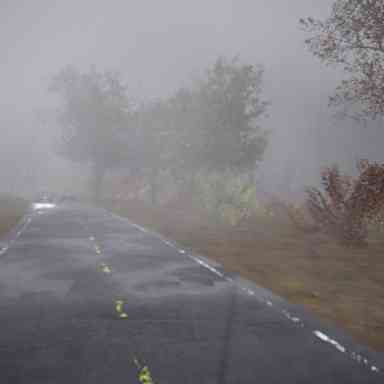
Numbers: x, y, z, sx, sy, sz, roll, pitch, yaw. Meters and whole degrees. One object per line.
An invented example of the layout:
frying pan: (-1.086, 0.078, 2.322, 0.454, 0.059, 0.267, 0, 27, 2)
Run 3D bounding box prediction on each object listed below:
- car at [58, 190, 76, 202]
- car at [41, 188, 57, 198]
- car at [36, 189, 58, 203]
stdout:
car: (-17.965, 0.463, 47.541, 2.097, 1.767, 4.553, 3, 0, -29)
car: (-26.892, 0.158, 62.562, 1.882, 1.535, 5.008, 3, 0, -32)
car: (-18.827, 0.564, 42.485, 2.128, 1.511, 4.902, 3, 0, -28)
